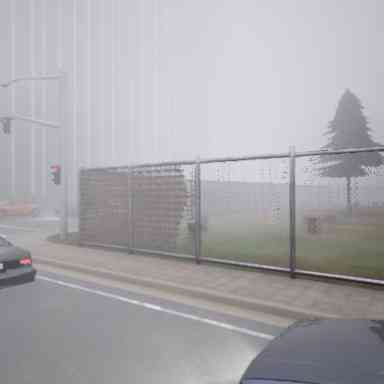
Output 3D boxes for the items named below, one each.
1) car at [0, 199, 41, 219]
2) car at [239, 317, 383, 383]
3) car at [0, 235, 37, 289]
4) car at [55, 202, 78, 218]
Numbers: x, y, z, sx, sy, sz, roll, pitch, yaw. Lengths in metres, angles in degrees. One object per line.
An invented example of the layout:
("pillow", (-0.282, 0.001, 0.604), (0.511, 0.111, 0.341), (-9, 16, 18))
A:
("car", (-16.298, 1.450, 30.248), (2.097, 1.767, 4.553), (0, 0, 36))
("car", (2.910, 1.541, 1.915), (5.357, 1.411, 2.033), (0, 0, 35))
("car", (-5.955, 1.595, 8.356), (5.357, 1.411, 2.033), (0, 0, 39))
("car", (-10.883, 1.644, 31.789), (1.994, 1.385, 4.181), (0, 0, 36))
